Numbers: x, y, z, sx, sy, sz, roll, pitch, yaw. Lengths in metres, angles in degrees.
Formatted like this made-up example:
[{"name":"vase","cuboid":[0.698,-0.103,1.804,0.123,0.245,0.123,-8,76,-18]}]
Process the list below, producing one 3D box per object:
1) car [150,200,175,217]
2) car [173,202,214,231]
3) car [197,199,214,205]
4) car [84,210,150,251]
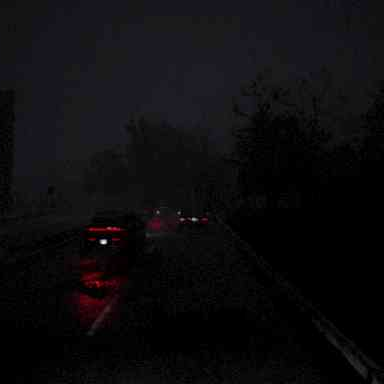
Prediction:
[{"name":"car","cuboid":[-2.772,1.555,31.523,1.837,1.490,4.892,0,0,5]},{"name":"car","cuboid":[0.102,1.578,20.924,2.033,1.411,5.357,0,0,0]},{"name":"car","cuboid":[1.445,1.521,38.510,2.128,1.511,4.902,-1,0,9]},{"name":"car","cuboid":[-3.151,1.526,14.280,1.837,1.490,4.892,0,0,0]}]
